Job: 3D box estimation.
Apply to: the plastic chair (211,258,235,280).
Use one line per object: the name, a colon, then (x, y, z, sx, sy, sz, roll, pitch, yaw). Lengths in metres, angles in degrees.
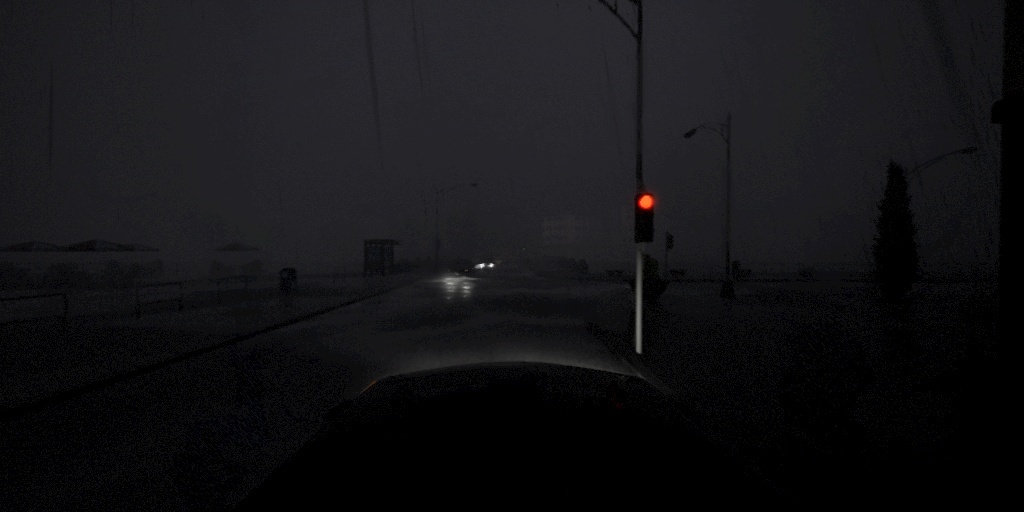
plastic chair: (-19.210, 0.950, 23.762, 0.750, 1.272, 0.730, 0, 0, 0)

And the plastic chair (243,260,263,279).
plastic chair: (-17.910, 0.932, 24.962, 0.730, 1.272, 0.750, 0, 0, 0)

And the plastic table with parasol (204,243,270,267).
plastic table with parasol: (-19.180, 0.326, 25.102, 2.482, 2.480, 2.482, 0, 0, 0)

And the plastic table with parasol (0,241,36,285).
plastic table with parasol: (-26.909, 0.398, 20.310, 2.482, 2.480, 2.482, 0, 0, 0)

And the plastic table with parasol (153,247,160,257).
plastic table with parasol: (-27.811, 0.305, 26.509, 2.482, 2.480, 2.482, 0, 0, 0)

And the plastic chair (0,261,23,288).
plastic chair: (-27.008, 1.020, 19.060, 0.750, 1.272, 0.730, 0, 0, 0)

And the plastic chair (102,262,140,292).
plastic chair: (-18.708, 1.049, 17.163, 0.730, 1.272, 0.750, 0, 0, 0)

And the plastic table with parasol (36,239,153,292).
plastic table with parasol: (-19.928, 0.443, 17.282, 2.482, 2.480, 2.482, 0, 0, 0)

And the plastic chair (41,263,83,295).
plastic chair: (-20.007, 1.067, 15.962, 0.750, 1.272, 0.730, 0, 0, 0)

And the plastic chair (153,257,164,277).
plastic chair: (-26.611, 0.910, 26.459, 0.730, 1.272, 0.750, 0, 0, 0)

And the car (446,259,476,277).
car: (-4.018, 0.919, 29.037, 2.033, 1.411, 5.357, 0, 1, 0)

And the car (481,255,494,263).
car: (-4.027, 0.471, 58.161, 1.895, 1.301, 4.718, 0, 1, 0)
